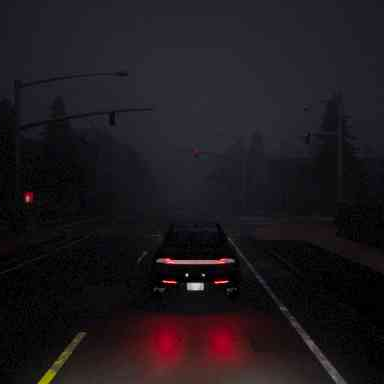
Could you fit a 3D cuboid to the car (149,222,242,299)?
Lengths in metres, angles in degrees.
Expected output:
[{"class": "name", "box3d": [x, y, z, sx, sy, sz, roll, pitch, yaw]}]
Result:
[{"class": "car", "box3d": [0.082, 1.492, 8.423, 2.128, 1.511, 4.902, 0, 0, 0]}]

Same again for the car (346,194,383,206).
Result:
[{"class": "car", "box3d": [15.876, 1.202, 28.946, 5.566, 2.045, 2.150, 0, 0, -8]}]
